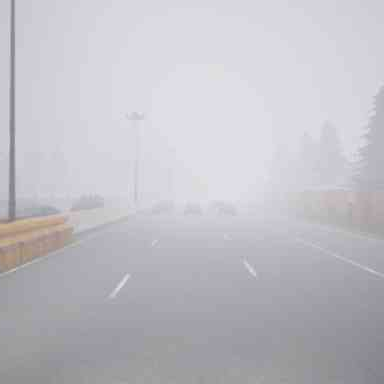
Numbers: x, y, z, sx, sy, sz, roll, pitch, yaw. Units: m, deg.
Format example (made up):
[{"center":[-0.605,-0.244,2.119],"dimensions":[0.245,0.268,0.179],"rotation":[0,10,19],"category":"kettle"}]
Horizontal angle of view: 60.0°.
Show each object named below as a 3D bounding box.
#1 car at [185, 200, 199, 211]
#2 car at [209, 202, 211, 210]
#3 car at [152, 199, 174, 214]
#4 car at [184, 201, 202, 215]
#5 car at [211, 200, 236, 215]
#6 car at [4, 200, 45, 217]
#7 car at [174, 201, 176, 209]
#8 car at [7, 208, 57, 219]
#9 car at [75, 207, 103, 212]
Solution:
[{"center":[-0.010,1.862,47.182],"dimensions":[1.895,1.301,4.718],"rotation":[0,0,0],"category":"car"},{"center":[3.491,1.824,47.003],"dimensions":[1.994,1.385,4.181],"rotation":[0,0,0],"category":"car"},{"center":[-3.424,1.815,38.725],"dimensions":[1.895,1.301,4.718],"rotation":[0,0,0],"category":"car"},{"center":[0.085,1.747,36.128],"dimensions":[2.033,1.411,5.357],"rotation":[0,0,0],"category":"car"},{"center":[3.588,1.747,36.108],"dimensions":[2.033,1.411,5.357],"rotation":[0,0,0],"category":"car"},{"center":[-17.556,1.698,35.182],"dimensions":[1.837,1.490,4.892],"rotation":[0,0,1],"category":"car"},{"center":[-3.515,1.749,49.058],"dimensions":[1.882,1.535,5.008],"rotation":[0,0,1],"category":"car"},{"center":[-10.598,1.604,22.674],"dimensions":[1.882,1.535,5.008],"rotation":[0,0,0],"category":"car"},{"center":[-10.553,1.413,34.299],"dimensions":[2.150,2.045,5.566],"rotation":[0,0,1],"category":"car"}]
